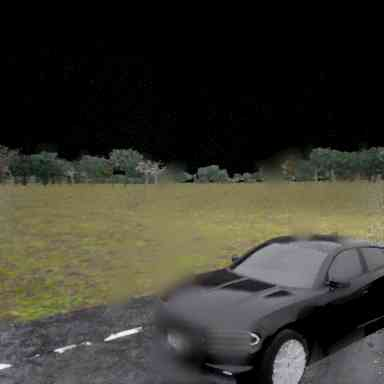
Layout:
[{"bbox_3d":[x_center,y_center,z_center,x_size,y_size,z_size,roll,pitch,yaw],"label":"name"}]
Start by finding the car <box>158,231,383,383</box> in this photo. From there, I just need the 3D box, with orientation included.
[{"bbox_3d":[1.837,1.454,5.297,5.008,1.535,1.882,0,0,-35],"label":"car"}]
